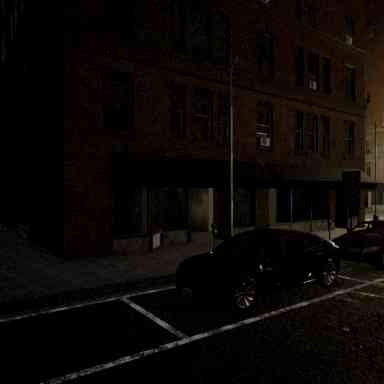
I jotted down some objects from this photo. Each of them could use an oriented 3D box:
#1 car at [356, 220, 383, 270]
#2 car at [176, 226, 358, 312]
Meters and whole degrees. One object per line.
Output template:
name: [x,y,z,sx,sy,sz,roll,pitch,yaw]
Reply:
car: [6.173,1.582,10.894,4.206,1.307,1.802,0,0,-35]
car: [1.683,1.566,7.714,4.313,1.339,1.947,0,0,-35]
